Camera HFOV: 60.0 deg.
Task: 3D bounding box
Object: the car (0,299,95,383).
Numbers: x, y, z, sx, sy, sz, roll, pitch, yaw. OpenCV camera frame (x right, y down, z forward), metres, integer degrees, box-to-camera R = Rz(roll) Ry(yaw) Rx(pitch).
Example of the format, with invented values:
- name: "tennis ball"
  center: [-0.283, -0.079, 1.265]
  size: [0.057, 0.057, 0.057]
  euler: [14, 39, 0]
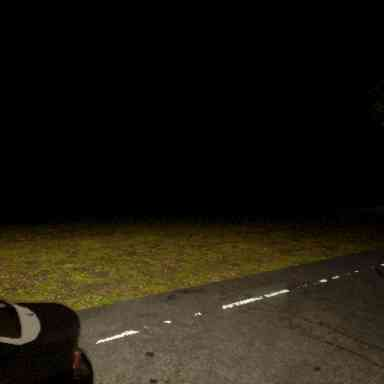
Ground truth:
- name: "car"
  center: [-3.057, 1.506, 1.807]
  size: [4.892, 1.490, 1.837]
  euler: [0, 0, -36]
